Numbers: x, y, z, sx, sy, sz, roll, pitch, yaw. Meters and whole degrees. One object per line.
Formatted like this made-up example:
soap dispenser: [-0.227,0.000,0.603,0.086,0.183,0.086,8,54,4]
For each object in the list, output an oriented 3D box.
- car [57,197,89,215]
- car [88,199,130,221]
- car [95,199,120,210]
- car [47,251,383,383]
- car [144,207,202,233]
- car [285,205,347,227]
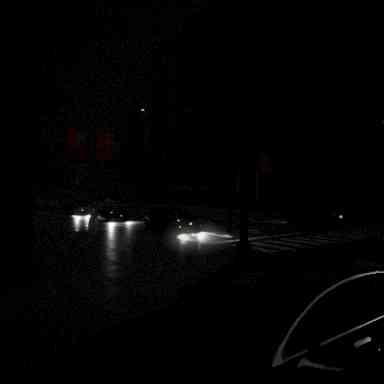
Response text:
car: [-12.738,1.622,36.347,2.128,1.511,4.902,0,0,-35]
car: [-6.972,1.619,28.311,1.812,1.442,4.674,0,0,-36]
car: [-11.942,1.700,46.706,1.812,1.442,4.674,0,-1,-36]
car: [1.037,1.505,3.604,4.892,1.490,1.837,0,-1,-32]
car: [-1.236,1.619,20.324,1.994,1.385,4.181,0,0,-36]
car: [8.672,1.626,23.588,1.994,1.385,4.181,0,0,-36]
